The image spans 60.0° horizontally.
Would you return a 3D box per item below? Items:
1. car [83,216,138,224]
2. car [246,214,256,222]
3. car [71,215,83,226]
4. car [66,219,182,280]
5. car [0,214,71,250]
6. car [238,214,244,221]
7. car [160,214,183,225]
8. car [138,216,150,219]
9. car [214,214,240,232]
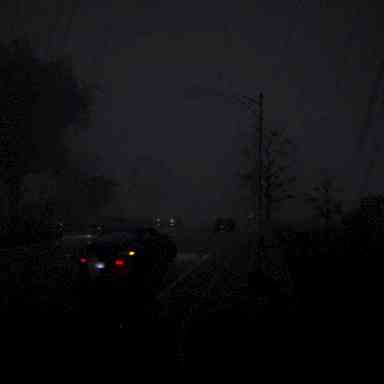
[{"bbox_3d":[-6.007,2.485,25.032,1.994,1.385,4.181,1,-4,13],"label":"car"},{"bbox_3d":[16.018,7.498,91.610,1.895,1.301,4.718,1,-1,13],"label":"car"},{"bbox_3d":[-9.553,2.400,25.252,1.994,1.385,4.181,1,-4,12],"label":"car"},{"bbox_3d":[-1.885,1.814,10.866,1.812,1.442,4.674,1,-2,13],"label":"car"},{"bbox_3d":[-8.195,1.866,15.084,2.033,1.411,5.357,1,-3,16],"label":"car"},{"bbox_3d":[12.522,7.347,92.003,1.837,1.490,4.892,1,-1,13],"label":"car"},{"bbox_3d":[-2.614,3.435,40.220,2.097,1.767,4.553,1,-4,13],"label":"car"},{"bbox_3d":[-6.211,3.541,40.203,1.994,1.385,4.181,1,-4,13],"label":"car"},{"bbox_3d":[3.466,3.385,34.990,2.128,1.511,4.902,1,-4,13],"label":"car"}]
